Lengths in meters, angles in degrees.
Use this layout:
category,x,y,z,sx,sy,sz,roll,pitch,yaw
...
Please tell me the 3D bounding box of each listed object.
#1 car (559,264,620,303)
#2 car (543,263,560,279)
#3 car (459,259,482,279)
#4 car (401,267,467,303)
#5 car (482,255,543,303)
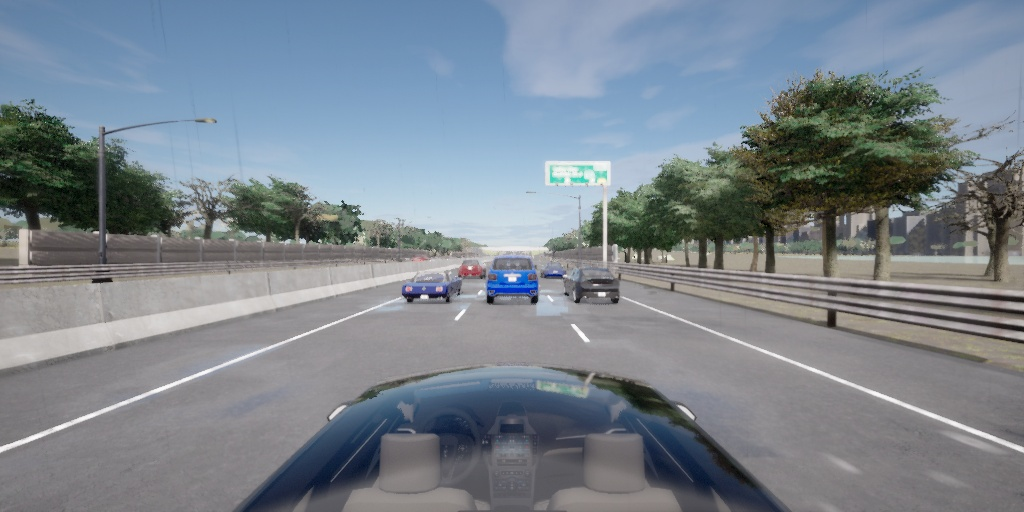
category,x,y,z,sx,sy,sz,roll,pitch,yaw
car,3.524,1.244,16.446,1.837,1.490,4.892,0,0,0
car,3.591,1.255,31.409,1.994,1.385,4.181,0,0,0
car,-3.409,1.049,31.420,2.097,1.767,4.553,0,0,0
car,-3.476,1.344,16.498,1.895,1.301,4.718,0,0,0
car,0.024,0.985,16.486,2.150,2.045,5.566,0,0,0
